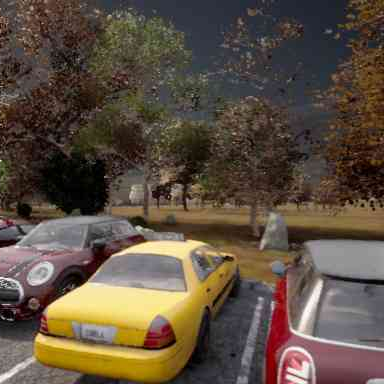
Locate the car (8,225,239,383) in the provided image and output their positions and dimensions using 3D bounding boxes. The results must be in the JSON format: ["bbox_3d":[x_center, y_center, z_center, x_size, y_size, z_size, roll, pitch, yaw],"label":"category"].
[{"bbox_3d":[-0.311,1.497,5.964,1.946,1.575,5.366,0,-1,16],"label":"car"}]

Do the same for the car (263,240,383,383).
[{"bbox_3d":[2.030,1.363,4.022,2.185,1.767,4.553,0,-1,16],"label":"car"}]

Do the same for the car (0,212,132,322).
[{"bbox_3d":[-2.736,1.381,7.564,2.185,1.767,4.553,0,-1,17],"label":"car"}]
